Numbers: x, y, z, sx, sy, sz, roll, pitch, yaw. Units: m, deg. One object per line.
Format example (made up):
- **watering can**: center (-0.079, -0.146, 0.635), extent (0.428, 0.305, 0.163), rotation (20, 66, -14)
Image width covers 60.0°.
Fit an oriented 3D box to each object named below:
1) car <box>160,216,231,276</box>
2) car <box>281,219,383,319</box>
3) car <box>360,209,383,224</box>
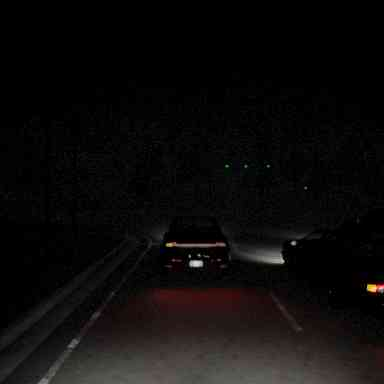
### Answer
- **car**: center (0.046, 1.498, 10.352), extent (2.128, 1.511, 4.902), rotation (0, 0, -1)
- **car**: center (3.592, 1.553, 7.675), extent (2.033, 1.411, 5.357), rotation (0, 0, 0)
- **car**: center (6.982, 1.360, 11.668), extent (2.097, 1.767, 4.553), rotation (0, 0, -2)
